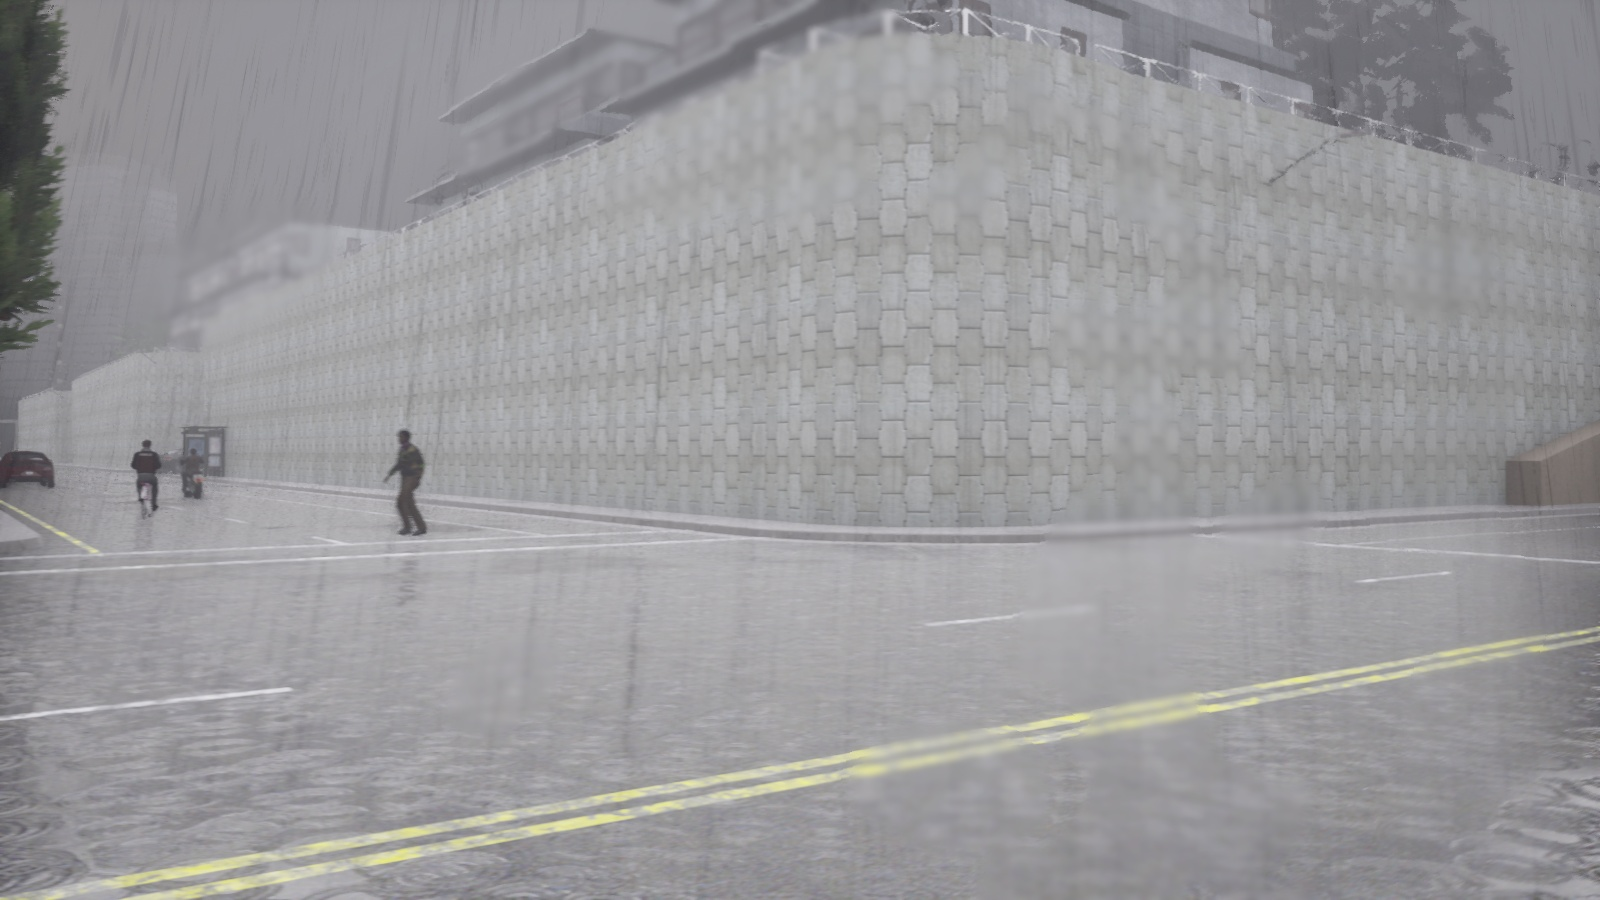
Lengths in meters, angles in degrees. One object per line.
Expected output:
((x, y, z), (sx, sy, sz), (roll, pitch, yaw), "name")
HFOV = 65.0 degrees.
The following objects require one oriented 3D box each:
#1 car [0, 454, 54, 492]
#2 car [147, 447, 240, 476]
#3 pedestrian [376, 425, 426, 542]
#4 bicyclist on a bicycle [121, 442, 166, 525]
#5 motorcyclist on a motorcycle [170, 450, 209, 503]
((-32.767, 0.922, 52.919), (1.882, 1.535, 5.008), (0, 0, -35), "car")
((-39.525, 0.717, 81.951), (2.152, 1.651, 5.027), (-1, 1, 36), "car")
((-6.705, 0.556, 21.089), (0.395, 1.930, 0.692), (0, 0, 42), "pedestrian")
((-14.525, 0.714, 27.821), (0.659, 1.776, 1.843), (0, 0, -20), "bicyclist on a bicycle")
((-19.798, 0.837, 40.700), (0.766, 1.649, 2.350), (0, 0, -35), "motorcyclist on a motorcycle")
